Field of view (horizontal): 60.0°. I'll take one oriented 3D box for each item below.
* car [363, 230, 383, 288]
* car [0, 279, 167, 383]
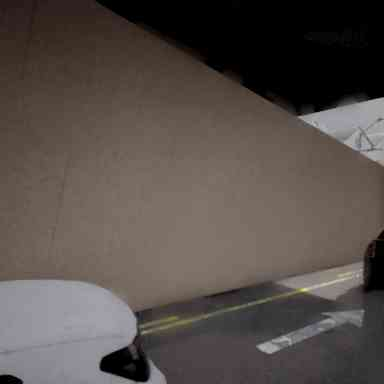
[{"bbox_3d":[6.255,1.407,8.222,4.553,1.767,2.097,1,0,-35],"label":"car"},{"bbox_3d":[-2.851,1.214,1.755,5.566,2.045,2.150,0,0,-35],"label":"car"}]
